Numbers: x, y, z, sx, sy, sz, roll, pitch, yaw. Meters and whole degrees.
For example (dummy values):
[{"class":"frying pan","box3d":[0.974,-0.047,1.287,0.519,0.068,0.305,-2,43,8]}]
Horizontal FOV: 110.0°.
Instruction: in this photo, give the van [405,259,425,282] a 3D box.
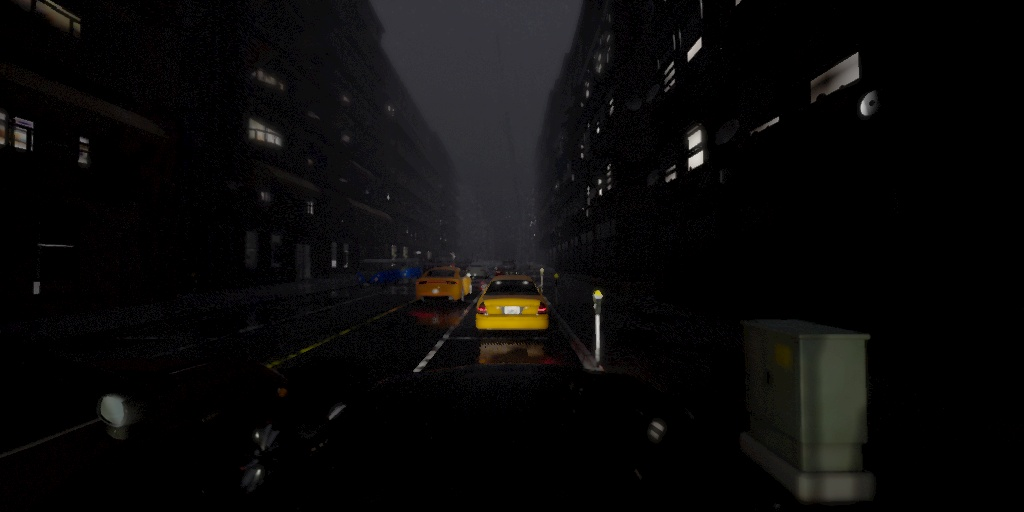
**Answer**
[{"class":"van","box3d":[-8.335,1.117,28.134,1.690,1.789,3.998,0,0,0]}]

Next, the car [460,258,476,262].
[{"class":"car","box3d":[-5.771,1.336,48.646,1.882,1.535,5.008,0,0,0]}]

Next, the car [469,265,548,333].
[{"class":"car","box3d":[0.004,1.211,10.693,1.801,1.575,5.366,0,0,0]}]

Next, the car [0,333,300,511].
[{"class":"car","box3d":[-3.020,1.101,1.471,2.097,1.767,4.553,0,0,0]}]

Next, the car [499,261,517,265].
[{"class":"car","box3d":[-0.452,1.321,28.073,1.888,1.381,4.507,0,0,0]}]

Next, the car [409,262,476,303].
[{"class":"car","box3d":[-3.020,1.246,16.636,1.882,1.535,5.008,0,0,0]}]

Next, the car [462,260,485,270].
[{"class":"car","box3d":[-3.020,1.317,31.641,1.812,1.442,4.674,0,0,0]}]

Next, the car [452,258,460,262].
[{"class":"car","box3d":[-8.335,1.127,44.724,2.192,1.841,5.009,0,0,0]}]

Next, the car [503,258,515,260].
[{"class":"car","box3d":[-0.445,1.239,39.134,1.967,1.591,4.097,0,0,0]}]

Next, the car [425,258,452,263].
[{"class":"car","box3d":[-8.335,1.114,39.194,2.192,1.841,5.009,0,0,0]}]

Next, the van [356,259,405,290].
[{"class":"van","box3d":[-8.335,1.107,22.603,1.690,1.789,3.998,0,0,0]}]
